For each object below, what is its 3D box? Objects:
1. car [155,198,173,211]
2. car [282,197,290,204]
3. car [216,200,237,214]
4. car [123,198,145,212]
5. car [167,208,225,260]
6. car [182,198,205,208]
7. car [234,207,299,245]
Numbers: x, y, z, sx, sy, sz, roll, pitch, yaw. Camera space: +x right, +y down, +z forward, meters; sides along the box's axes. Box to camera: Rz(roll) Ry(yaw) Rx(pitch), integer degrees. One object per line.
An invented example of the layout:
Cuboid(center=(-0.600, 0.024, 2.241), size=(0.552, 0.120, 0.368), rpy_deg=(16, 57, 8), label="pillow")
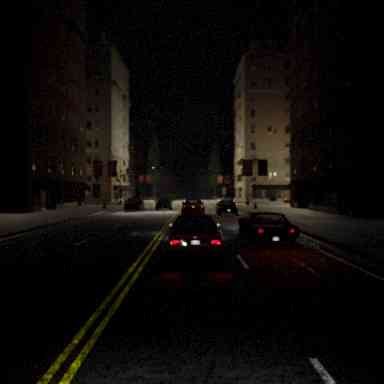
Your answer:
Cuboid(center=(-3.316, 1.449, 39.785), size=(1.837, 1.490, 4.892), rpy_deg=(0, -1, 0), label="car")
Cuboid(center=(18.909, 1.328, 61.946), size=(4.097, 1.590, 1.967), rpy_deg=(0, 0, 0), label="car")
Cuboid(center=(3.348, 1.479, 32.346), size=(1.812, 1.442, 4.674), rpy_deg=(0, 0, 0), label="car")
Cuboid(center=(-6.575, 1.422, 38.080), size=(1.882, 1.535, 5.008), rpy_deg=(0, 0, 0), label="car")
Cuboid(center=(0.101, 1.530, 12.270), size=(2.033, 1.411, 5.357), rpy_deg=(0, 0, 0), label="car")
Cuboid(center=(0.097, 1.308, 31.112), size=(2.097, 1.767, 4.553), rpy_deg=(0, 0, 0), label="car")
Cuboid(center=(3.349, 1.578, 15.511), size=(1.895, 1.301, 4.718), rpy_deg=(0, 0, 0), label="car")
